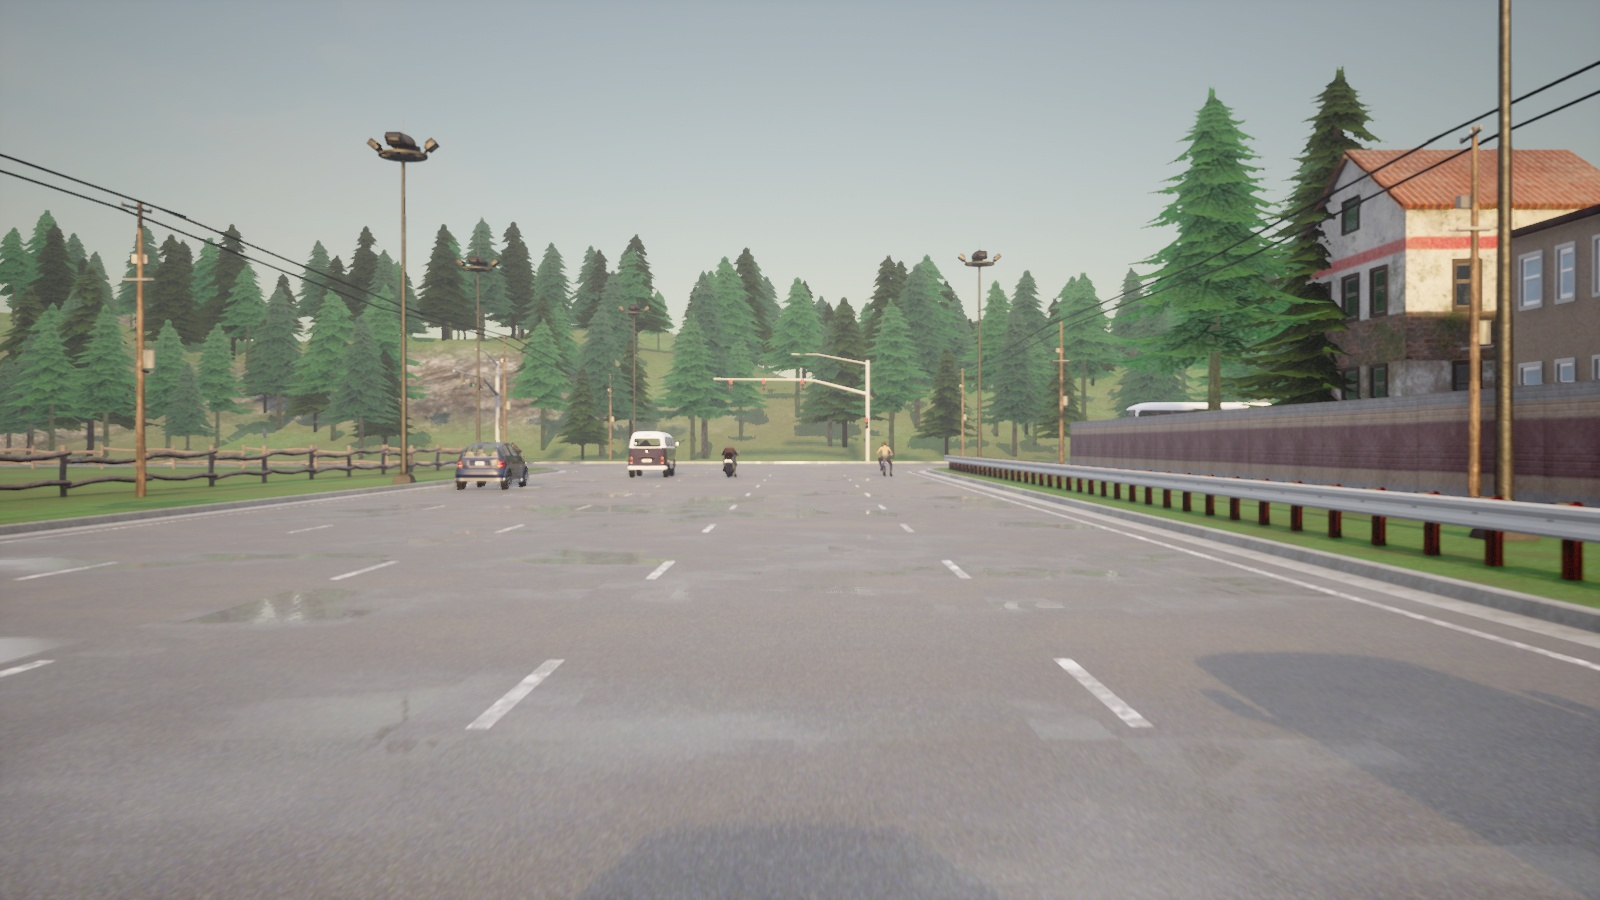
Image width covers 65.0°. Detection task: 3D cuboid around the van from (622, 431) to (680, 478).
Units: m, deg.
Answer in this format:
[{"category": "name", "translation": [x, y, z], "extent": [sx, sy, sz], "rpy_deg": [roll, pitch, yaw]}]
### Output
[{"category": "van", "translation": [-6.662, 0.194, 56.678], "extent": [2.069, 2.038, 4.480], "rpy_deg": [0, 0, 0]}]

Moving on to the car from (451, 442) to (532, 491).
[{"category": "car", "translation": [-10.248, 0.516, 41.982], "extent": [1.789, 1.549, 3.705], "rpy_deg": [0, 0, 0]}]

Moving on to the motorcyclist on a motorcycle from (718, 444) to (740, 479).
[{"category": "motorcyclist on a motorcycle", "translation": [-3.166, 0.510, 56.351], "extent": [0.866, 1.530, 2.191], "rpy_deg": [0, 0, 0]}]

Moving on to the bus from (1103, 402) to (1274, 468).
[{"category": "bus", "translation": [25.925, -1.011, 84.266], "extent": [10.273, 4.253, 3.944], "rpy_deg": [0, 0, 1]}]
